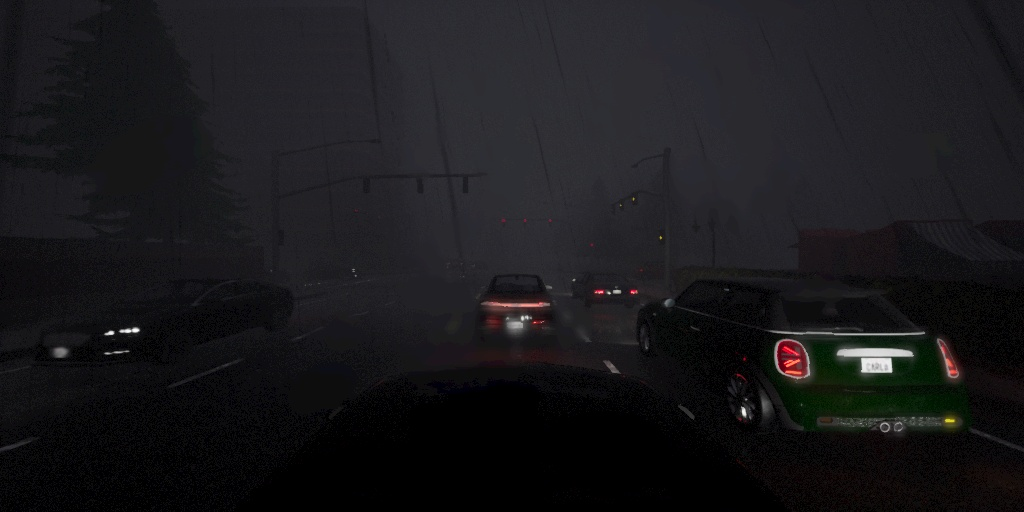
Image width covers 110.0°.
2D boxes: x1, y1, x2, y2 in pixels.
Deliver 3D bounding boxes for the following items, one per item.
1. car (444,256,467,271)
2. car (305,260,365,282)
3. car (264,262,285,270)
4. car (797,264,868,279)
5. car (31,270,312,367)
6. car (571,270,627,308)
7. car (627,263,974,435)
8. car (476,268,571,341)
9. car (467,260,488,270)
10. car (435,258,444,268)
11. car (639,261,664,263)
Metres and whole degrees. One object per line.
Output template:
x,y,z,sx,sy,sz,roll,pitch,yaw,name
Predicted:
-7.624,1.102,47.906,2.097,1.767,4.553,0,0,-12,car
-14.612,1.157,29.653,4.553,1.767,2.097,0,0,1,car
-18.796,1.159,26.217,4.553,1.767,2.097,0,0,1,car
29.077,1.406,32.666,4.718,1.301,1.895,0,0,1,car
-7.013,1.241,8.044,2.128,1.511,4.902,0,0,1,car
3.707,1.297,15.050,2.033,1.411,5.357,0,0,1,car
3.630,1.102,5.677,2.097,1.767,4.553,0,0,0,car
0.135,1.242,9.873,2.128,1.511,4.902,0,0,1,car
-4.714,1.314,51.535,1.994,1.385,4.181,0,0,-18,car
-10.192,1.351,56.521,1.895,1.301,4.718,0,0,-26,car
12.325,1.158,29.230,4.553,1.767,2.097,0,0,1,car
